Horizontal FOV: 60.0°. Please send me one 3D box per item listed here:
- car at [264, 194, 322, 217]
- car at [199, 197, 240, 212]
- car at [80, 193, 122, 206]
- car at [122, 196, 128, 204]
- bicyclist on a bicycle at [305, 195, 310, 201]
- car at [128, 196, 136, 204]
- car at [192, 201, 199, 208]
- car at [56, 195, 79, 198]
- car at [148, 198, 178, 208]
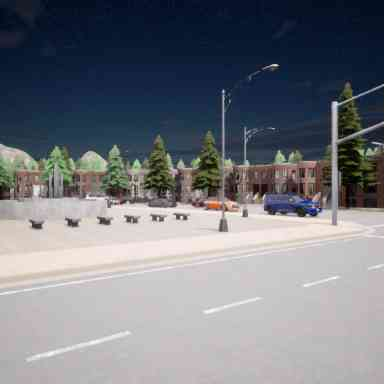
[{"bbox_3d":[9.320,1.221,31.290,2.150,2.045,5.566,0,0,-38],"label":"car"},{"bbox_3d":[3.439,1.352,38.935,2.097,1.767,4.553,0,0,-41],"label":"car"},{"bbox_3d":[-15.229,1.217,55.693,5.566,2.045,2.150,0,0,16],"label":"car"},{"bbox_3d":[-14.104,1.564,58.804,4.181,1.385,1.994,0,0,18],"label":"car"},{"bbox_3d":[16.149,1.303,46.584,1.656,1.620,0.582,0,0,-37],"label":"bicyclist on a bicycle"},{"bbox_3d":[-12.759,1.505,62.036,4.892,1.490,1.837,0,0,18],"label":"car"},{"bbox_3d":[2.279,1.601,45.440,4.718,1.301,1.895,0,0,42],"label":"car"},{"bbox_3d":[-23.841,1.505,60.674,4.892,1.490,1.837,0,0,5],"label":"car"},{"bbox_3d":[-4.050,1.564,46.005,4.181,1.385,1.994,0,0,34],"label":"car"}]
